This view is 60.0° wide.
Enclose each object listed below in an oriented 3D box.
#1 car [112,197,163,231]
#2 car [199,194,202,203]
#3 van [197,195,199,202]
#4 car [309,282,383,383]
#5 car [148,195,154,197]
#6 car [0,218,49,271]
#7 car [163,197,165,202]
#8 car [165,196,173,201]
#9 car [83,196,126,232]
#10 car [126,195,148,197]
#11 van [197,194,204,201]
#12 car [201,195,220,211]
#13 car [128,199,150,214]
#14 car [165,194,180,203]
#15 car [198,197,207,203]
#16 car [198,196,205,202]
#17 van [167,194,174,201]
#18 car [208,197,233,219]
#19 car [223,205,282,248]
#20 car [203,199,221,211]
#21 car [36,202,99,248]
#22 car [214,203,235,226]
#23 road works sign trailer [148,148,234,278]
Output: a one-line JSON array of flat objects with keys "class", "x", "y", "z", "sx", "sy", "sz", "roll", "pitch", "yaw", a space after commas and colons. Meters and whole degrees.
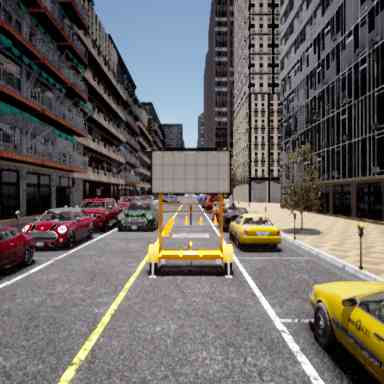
[{"class": "car", "x": -3.183, "y": 1.362, "z": 20.506, "sx": 2.097, "sy": 1.767, "sz": 4.553, "roll": 0, "pitch": 0, "yaw": 0}, {"class": "car", "x": 2.495, "y": 1.369, "z": 48.559, "sx": 2.192, "sy": 1.841, "sz": 5.009, "roll": 0, "pitch": 0, "yaw": 0}, {"class": "van", "x": 2.401, "y": 1.467, "z": 71.213, "sx": 1.690, "sy": 1.788, "sz": 3.998, "roll": 0, "pitch": 0, "yaw": 0}, {"class": "car", "x": 2.683, "y": 1.525, "z": 3.425, "sx": 1.752, "sy": 1.417, "sz": 4.829, "roll": 0, "pitch": 0, "yaw": 0}, {"class": "car", "x": -5.861, "y": 1.356, "z": 42.863, "sx": 2.192, "sy": 1.841, "sz": 5.009, "roll": 0, "pitch": 0, "yaw": 0}, {"class": "car", "x": -5.720, "y": 1.583, "z": 8.882, "sx": 1.802, "sy": 1.307, "sz": 4.206, "roll": 0, "pitch": 0, "yaw": 0}, {"class": "car", "x": -5.981, "y": 1.692, "z": 71.177, "sx": 1.947, "sy": 1.339, "sz": 4.313, "roll": 0, "pitch": 0, "yaw": 0}, {"class": "car", "x": -6.051, "y": 1.757, "z": 88.166, "sx": 1.947, "sy": 1.339, "sz": 4.313, "roll": 0, "pitch": 0, "yaw": 0}, {"class": "car", "x": -5.766, "y": 1.325, "z": 20.209, "sx": 2.192, "sy": 1.841, "sz": 5.009, "roll": 0, "pitch": 0, "yaw": 0}, {"class": "car", "x": -5.813, "y": 1.337, "z": 31.535, "sx": 2.192, "sy": 1.841, "sz": 5.009, "roll": 0, "pitch": 0, "yaw": 0}, {"class": "van", "x": 2.329, "y": 1.532, "z": 88.202, "sx": 1.690, "sy": 1.788, "sz": 3.998, "roll": 0, "pitch": 0, "yaw": 0}, {"class": "car", "x": 2.543, "y": 1.345, "z": 37.234, "sx": 2.192, "sy": 1.841, "sz": 5.009, "roll": 0, "pitch": 0, "yaw": 0}, {"class": "car", "x": -5.838, "y": 1.556, "z": 37.029, "sx": 1.752, "sy": 1.417, "sz": 4.829, "roll": 0, "pitch": 0, "yaw": 0}, {"class": "car", "x": -3.318, "y": 1.441, "z": 60.832, "sx": 2.097, "sy": 1.767, "sz": 4.553, "roll": 0, "pitch": 0, "yaw": 0}, {"class": "car", "x": 2.376, "y": 1.729, "z": 76.876, "sx": 1.802, "sy": 1.307, "sz": 4.206, "roll": 0, "pitch": 0, "yaw": 0}, {"class": "car", "x": 2.352, "y": 1.750, "z": 82.538, "sx": 1.802, "sy": 1.307, "sz": 4.206, "roll": 0, "pitch": 0, "yaw": 0}, {"class": "van", "x": -6.074, "y": 1.558, "z": 93.832, "sx": 1.690, "sy": 1.788, "sz": 3.998, "roll": 0, "pitch": 0, "yaw": 0}, {"class": "car", "x": 2.589, "y": 1.455, "z": 25.906, "sx": 1.967, "sy": 1.590, "sz": 4.097, "roll": 0, "pitch": 0, "yaw": 0}, {"class": "car", "x": 2.635, "y": 1.530, "z": 14.750, "sx": 1.752, "sy": 1.417, "sz": 4.829, "roll": 0, "pitch": 0, "yaw": 0}, {"class": "car", "x": 2.518, "y": 1.592, "z": 42.897, "sx": 2.008, "sy": 1.369, "sz": 4.403, "roll": 0, "pitch": 0, "yaw": 0}, {"class": "car", "x": -5.743, "y": 1.445, "z": 14.545, "sx": 1.967, "sy": 1.590, "sz": 4.097, "roll": 0, "pitch": 0, "yaw": 0}, {"class": "car", "x": 2.612, "y": 1.576, "z": 20.243, "sx": 1.947, "sy": 1.339, "sz": 4.313, "roll": 0, "pitch": 0, "yaw": 0}, {"class": "road works sign trailer", "x": -0.034, "y": 0.466, "z": 10.102, "sx": 2.380, "sy": 3.560, "sz": 2.880, "roll": 0, "pitch": 0, "yaw": 0}]
